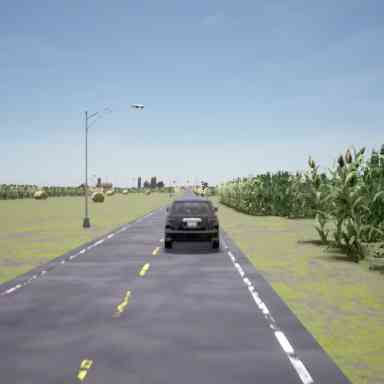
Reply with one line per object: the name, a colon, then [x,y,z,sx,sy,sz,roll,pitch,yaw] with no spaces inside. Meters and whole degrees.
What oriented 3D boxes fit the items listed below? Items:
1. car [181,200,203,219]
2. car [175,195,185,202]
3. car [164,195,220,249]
car: [0.000,1.498,29.649,1.837,1.490,4.892,0,0,0]
car: [-2.750,1.368,75.929,2.128,1.511,4.902,0,0,0]
car: [0.000,1.254,14.680,2.150,2.045,5.566,0,0,0]
